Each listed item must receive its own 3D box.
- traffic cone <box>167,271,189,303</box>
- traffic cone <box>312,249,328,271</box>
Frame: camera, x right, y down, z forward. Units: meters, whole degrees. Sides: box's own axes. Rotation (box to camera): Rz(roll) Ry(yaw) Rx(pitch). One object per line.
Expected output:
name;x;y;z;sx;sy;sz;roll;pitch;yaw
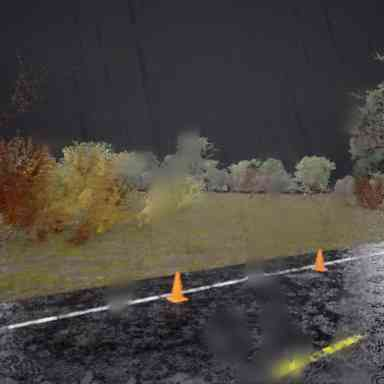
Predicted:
traffic cone;-0.302;1.972;7.024;0.340;0.580;0.340;0;0;-35
traffic cone;3.809;2.006;9.904;0.340;0.580;0.340;0;0;-35
